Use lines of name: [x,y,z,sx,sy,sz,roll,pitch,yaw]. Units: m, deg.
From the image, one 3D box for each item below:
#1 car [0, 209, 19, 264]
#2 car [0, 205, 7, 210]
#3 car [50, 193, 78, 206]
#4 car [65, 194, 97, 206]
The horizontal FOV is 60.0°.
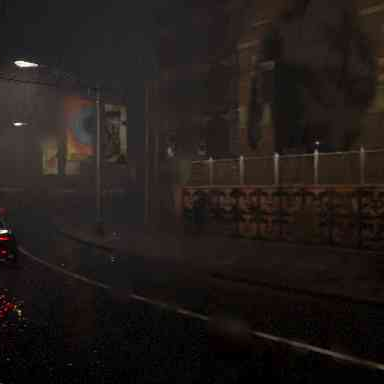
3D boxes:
car: [-7.154,1.506,11.063,1.837,1.490,4.892,0,0,-39]
car: [-13.840,1.352,22.409,2.097,1.767,4.553,0,0,-21]
car: [-21.206,1.227,56.303,2.150,2.045,5.566,0,0,30]
car: [-17.928,1.514,54.975,1.837,1.490,4.892,0,-1,32]
